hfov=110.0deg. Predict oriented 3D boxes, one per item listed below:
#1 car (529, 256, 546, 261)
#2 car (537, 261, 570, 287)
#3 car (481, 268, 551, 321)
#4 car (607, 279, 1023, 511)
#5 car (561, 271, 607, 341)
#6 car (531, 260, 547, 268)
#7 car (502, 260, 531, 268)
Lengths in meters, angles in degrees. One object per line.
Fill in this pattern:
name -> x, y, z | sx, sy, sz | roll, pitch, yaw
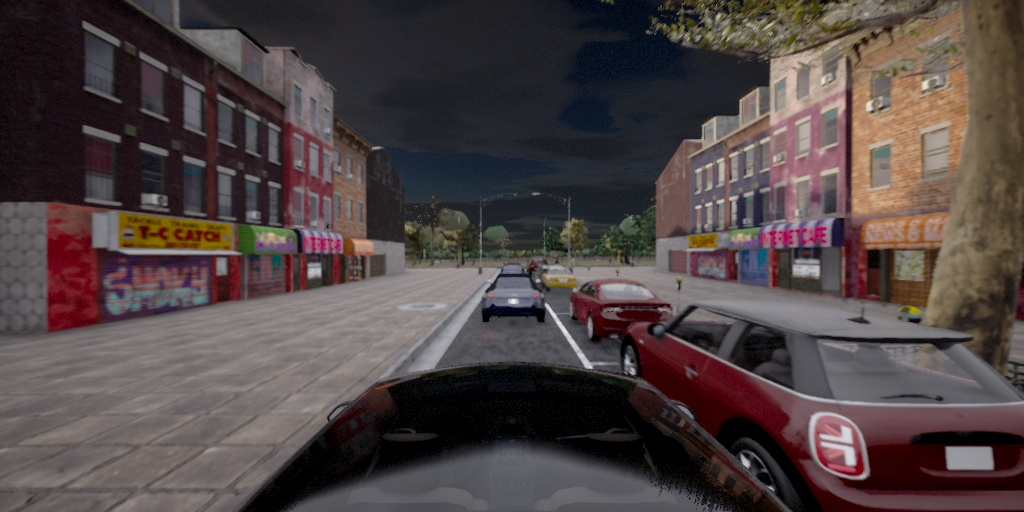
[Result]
car -> 2.633, 0.935, 37.283 | 2.192, 1.841, 5.009 | 0, 0, 0
car -> 2.635, 1.195, 20.817 | 1.751, 1.417, 4.829 | 0, 0, 0
car -> 0.058, 1.265, 12.250 | 1.994, 1.385, 4.181 | 0, 0, 1
car -> 2.637, 1.180, 4.012 | 1.967, 1.591, 4.097 | 0, 0, 0
car -> 2.636, 1.260, 9.558 | 1.888, 1.381, 4.507 | 0, 0, 0
car -> 2.634, 1.204, 26.192 | 2.007, 1.370, 4.403 | 0, 0, 0
car -> 0.043, 1.204, 25.186 | 2.033, 1.411, 5.357 | 0, 0, 1
